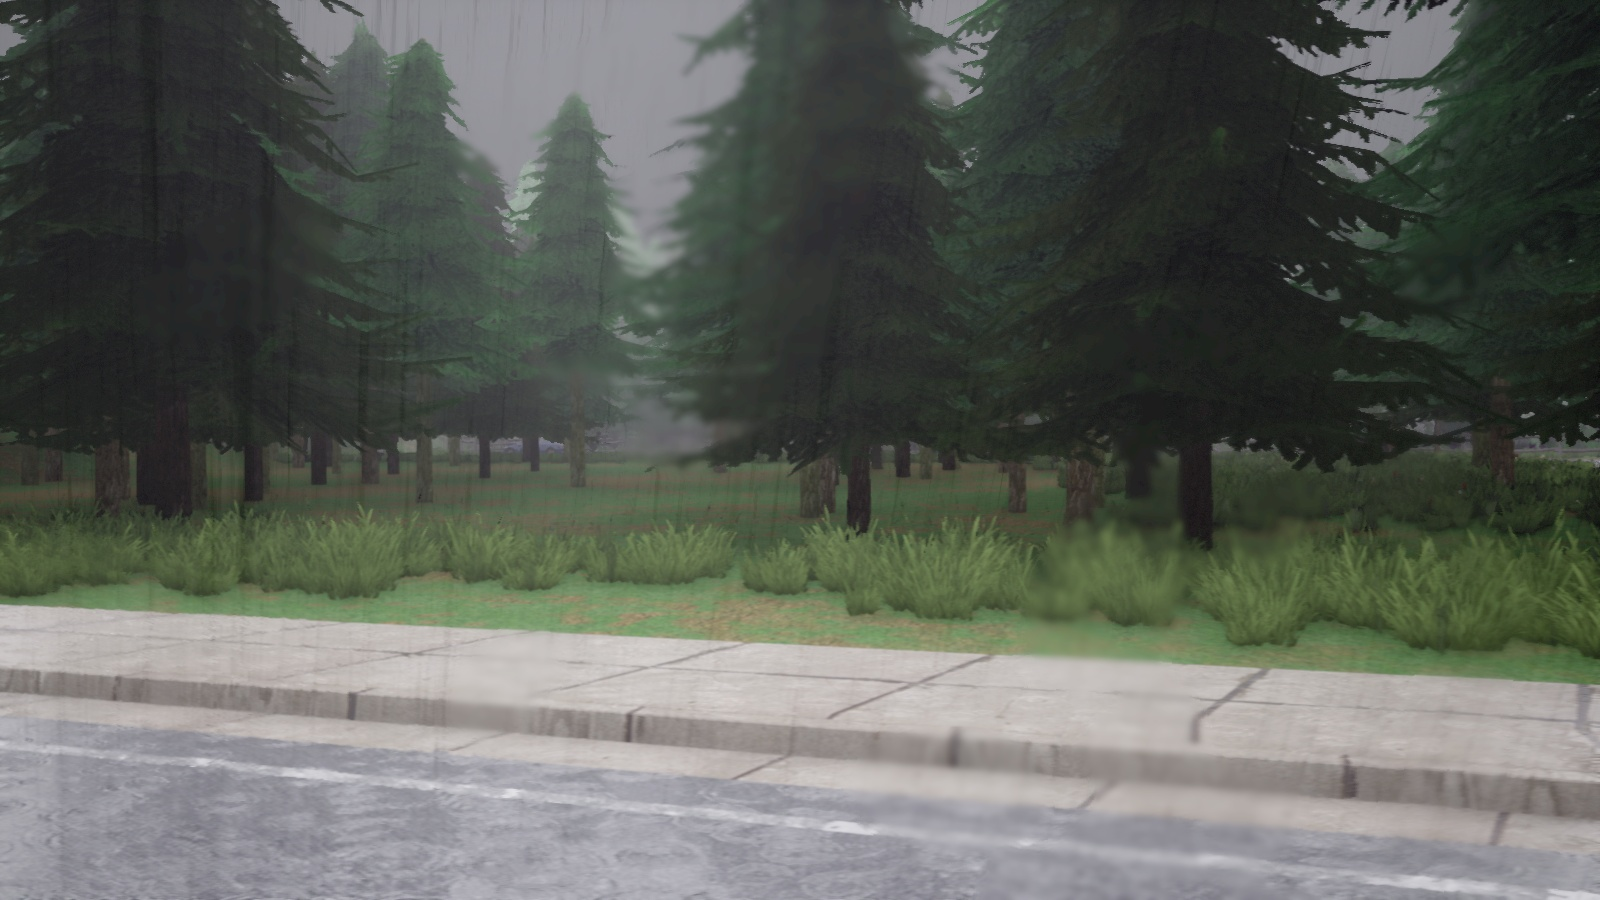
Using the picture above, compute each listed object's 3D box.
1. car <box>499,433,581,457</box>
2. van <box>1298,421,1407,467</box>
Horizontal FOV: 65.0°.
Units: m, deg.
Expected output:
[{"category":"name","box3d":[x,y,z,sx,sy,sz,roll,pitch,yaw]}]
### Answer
[{"category":"car","box3d":[-15.880,-0.310,76.650,4.674,1.442,1.812,0,1,20]},{"category":"van","box3d":[25.078,-0.291,57.101,4.480,2.038,2.069,0,1,23]}]
